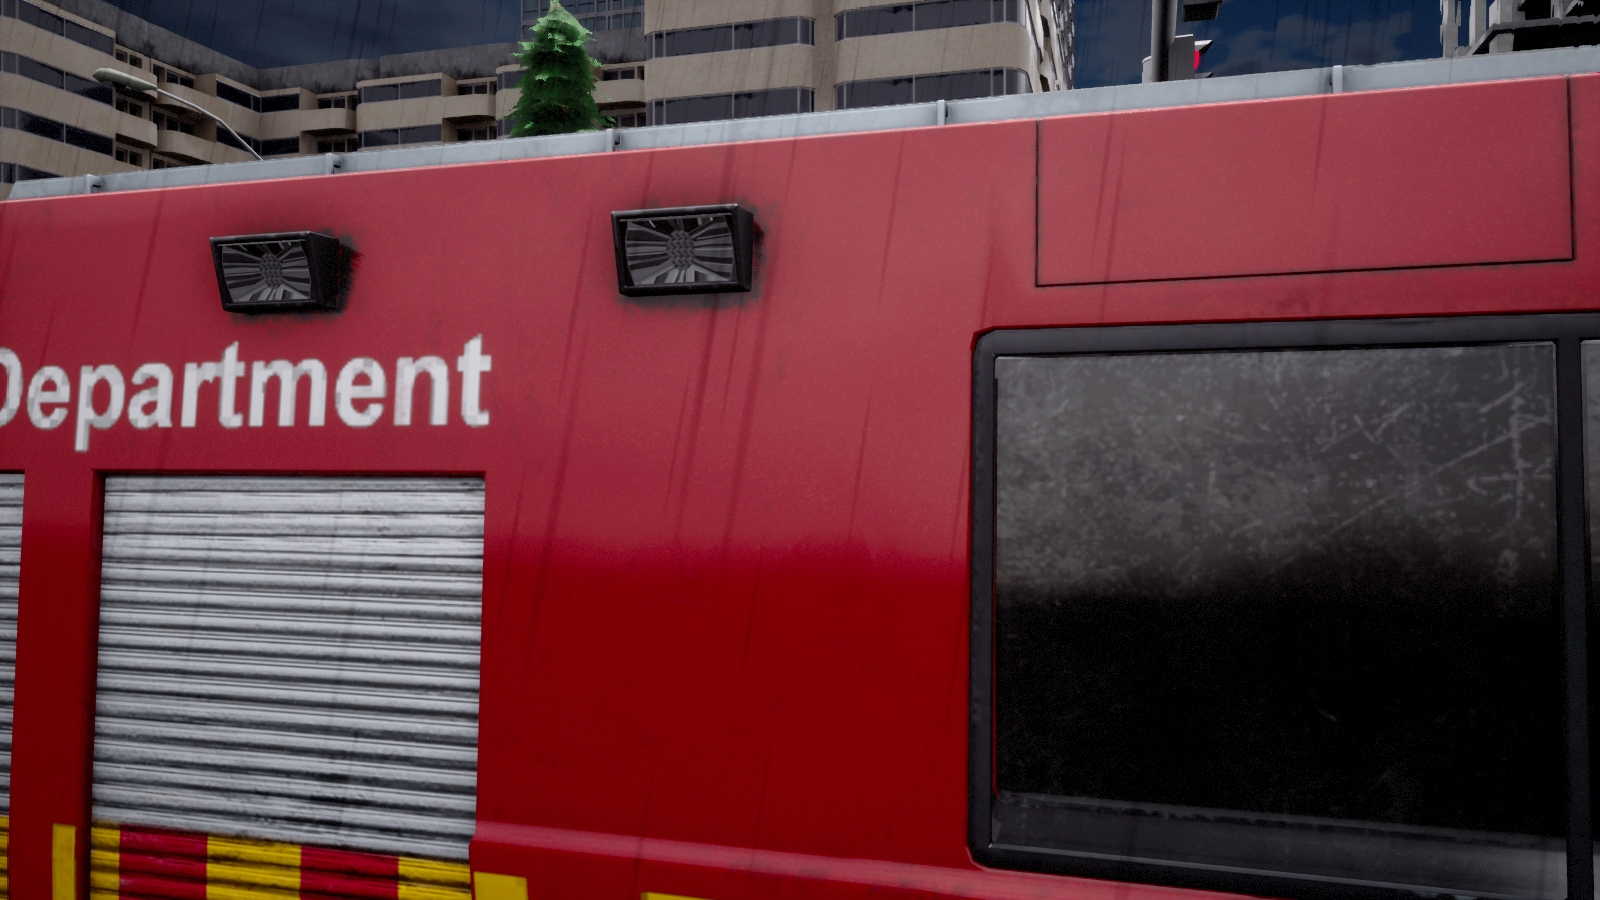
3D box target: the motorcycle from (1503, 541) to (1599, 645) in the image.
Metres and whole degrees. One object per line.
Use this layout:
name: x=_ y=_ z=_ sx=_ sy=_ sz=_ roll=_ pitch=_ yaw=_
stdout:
motorcycle: x=11.678 y=2.155 z=17.664 sx=0.764 sy=1.307 sz=2.356 roll=0 pitch=0 yaw=16

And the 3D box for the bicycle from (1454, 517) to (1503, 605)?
bicycle: x=12.788 y=2.060 z=21.569 sx=0.329 sy=1.471 sz=1.835 roll=0 pitch=0 yaw=16

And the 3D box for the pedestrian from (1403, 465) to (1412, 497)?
pedestrian: x=35.539 y=1.835 z=66.843 sx=0.375 sy=1.860 sz=0.375 roll=0 pitch=0 yaw=15
